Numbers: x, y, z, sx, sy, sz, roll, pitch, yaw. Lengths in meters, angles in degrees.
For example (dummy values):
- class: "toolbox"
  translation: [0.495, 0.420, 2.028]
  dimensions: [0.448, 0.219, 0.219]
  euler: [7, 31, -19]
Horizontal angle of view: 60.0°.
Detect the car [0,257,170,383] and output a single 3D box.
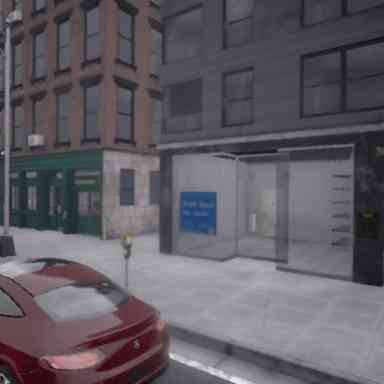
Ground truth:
- class: "car"
  translation: [-2.191, 1.543, 4.353]
  dimensions: [4.206, 1.307, 1.802]
  euler: [1, 0, 35]
